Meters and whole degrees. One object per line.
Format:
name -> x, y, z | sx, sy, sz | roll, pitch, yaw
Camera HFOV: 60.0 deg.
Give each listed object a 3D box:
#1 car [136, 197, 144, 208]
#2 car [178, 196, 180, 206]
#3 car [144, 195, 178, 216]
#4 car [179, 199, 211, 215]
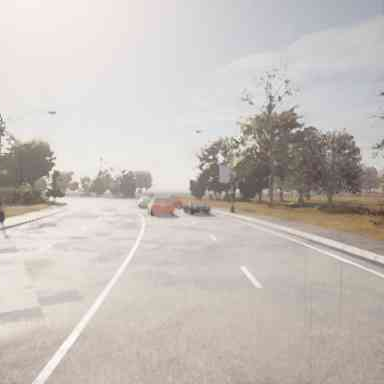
car -> -6.399, 1.351, 44.865 | 1.812, 1.442, 4.674 | 0, 0, -16
car -> -2.846, 1.177, 45.198 | 2.097, 1.767, 4.553 | 0, 0, -16
car -> -2.992, 1.230, 31.161 | 2.097, 1.767, 4.553 | 0, 0, -12
car -> 0.378, 1.474, 32.169 | 1.895, 1.301, 4.718 | 0, 0, -12
